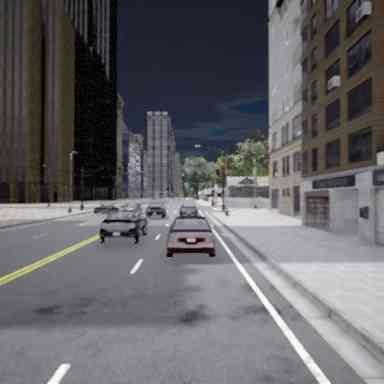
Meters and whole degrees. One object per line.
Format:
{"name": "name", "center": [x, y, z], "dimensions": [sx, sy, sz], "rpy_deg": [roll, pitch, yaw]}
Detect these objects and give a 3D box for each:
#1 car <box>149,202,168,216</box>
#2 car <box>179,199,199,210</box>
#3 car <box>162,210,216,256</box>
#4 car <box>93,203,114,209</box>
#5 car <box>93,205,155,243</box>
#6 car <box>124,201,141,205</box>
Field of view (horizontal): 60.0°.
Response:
{"name": "car", "center": [-3.549, 1.821, 33.785], "dimensions": [1.837, 1.490, 4.892], "rpy_deg": [0, -1, -1]}
{"name": "car", "center": [-0.308, 1.811, 33.883], "dimensions": [2.128, 1.511, 4.902], "rpy_deg": [0, -1, 0]}
{"name": "car", "center": [-0.054, 1.681, 13.625], "dimensions": [2.033, 1.411, 5.357], "rpy_deg": [0, -1, -1]}
{"name": "car", "center": [-10.244, 1.966, 39.574], "dimensions": [1.895, 1.301, 4.718], "rpy_deg": [0, -1, 0]}
{"name": "car", "center": [-3.344, 1.655, 17.031], "dimensions": [2.128, 1.511, 4.902], "rpy_deg": [0, -1, -1]}
{"name": "car", "center": [-6.995, 1.851, 38.698], "dimensions": [2.128, 1.511, 4.902], "rpy_deg": [0, -1, 0]}
